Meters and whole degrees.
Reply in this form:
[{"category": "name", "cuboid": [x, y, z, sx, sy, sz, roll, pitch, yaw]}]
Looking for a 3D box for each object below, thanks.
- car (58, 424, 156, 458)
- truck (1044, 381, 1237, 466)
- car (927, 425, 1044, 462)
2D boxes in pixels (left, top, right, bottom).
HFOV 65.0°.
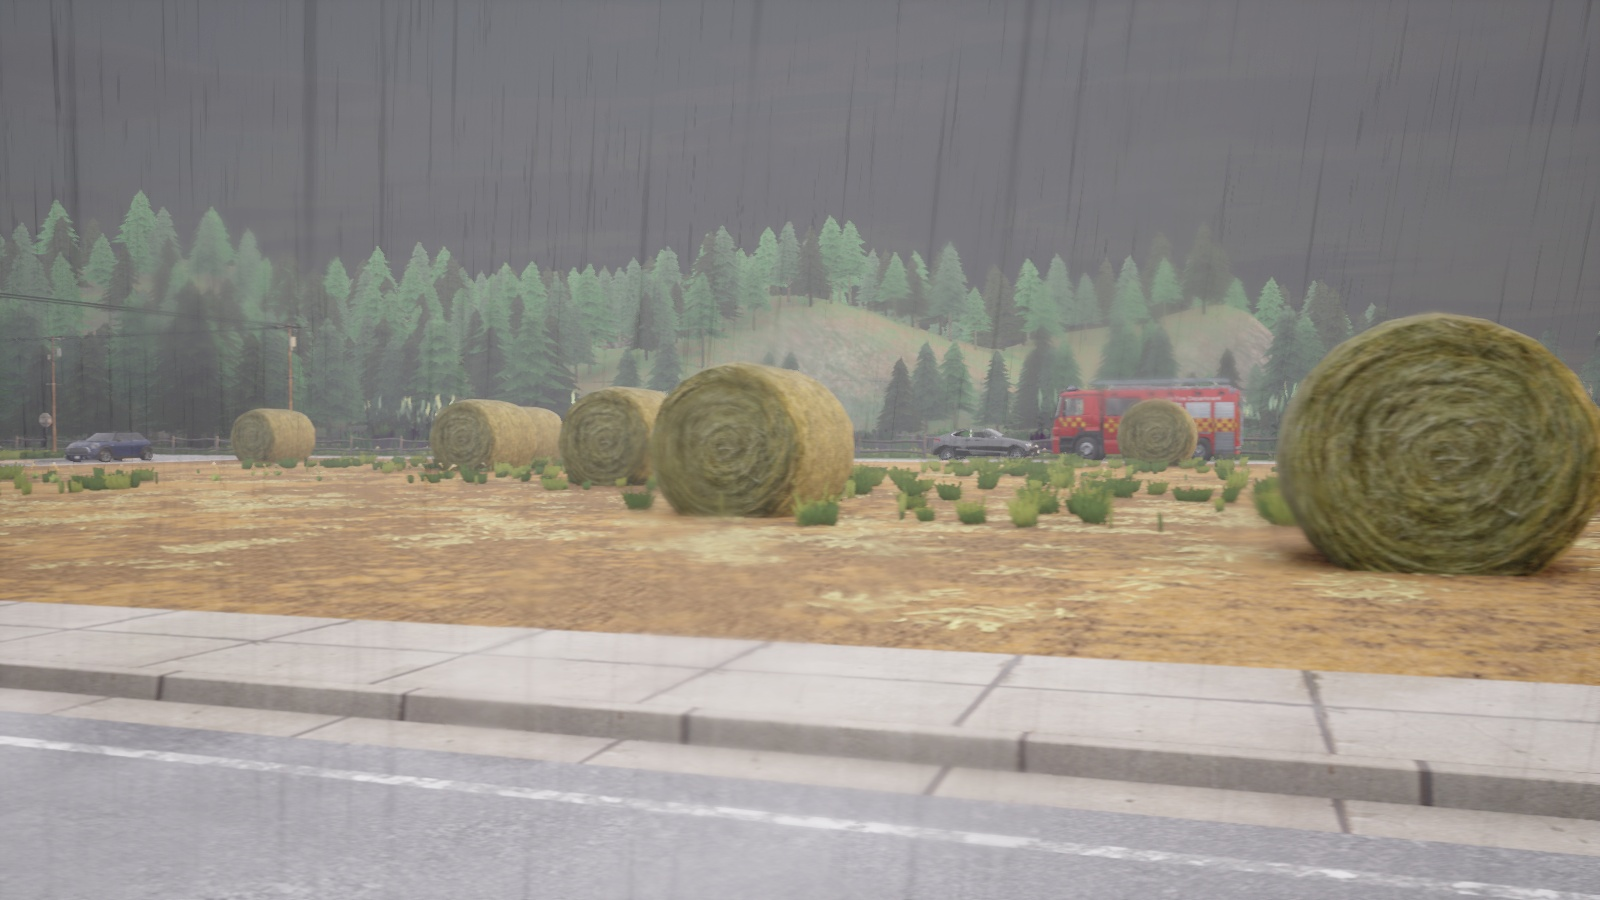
[{"category": "car", "cuboid": [-37.304, -0.512, 67.708, 2.097, 1.767, 4.553, 0, 1, 13]}, {"category": "truck", "cuboid": [16.064, -1.236, 59.346, 8.468, 3.827, 2.891, 1, 1, 22]}, {"category": "car", "cuboid": [8.649, -0.309, 58.631, 5.027, 1.651, 2.152, 1, 1, 22]}]
